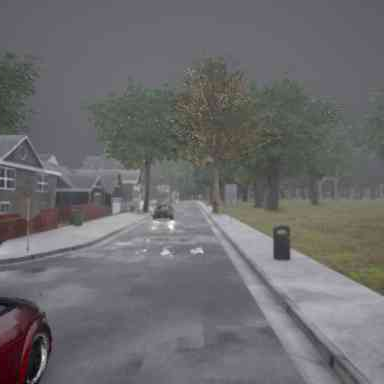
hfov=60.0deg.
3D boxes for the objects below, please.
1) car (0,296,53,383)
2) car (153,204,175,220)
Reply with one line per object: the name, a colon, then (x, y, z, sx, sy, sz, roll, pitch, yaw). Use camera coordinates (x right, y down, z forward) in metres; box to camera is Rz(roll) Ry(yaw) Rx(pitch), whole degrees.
car: (-2.760, 1.607, 2.548, 1.994, 1.385, 4.181, 0, -1, 0)
car: (-2.747, 1.939, 32.914, 1.882, 1.535, 5.008, 0, -1, 0)
